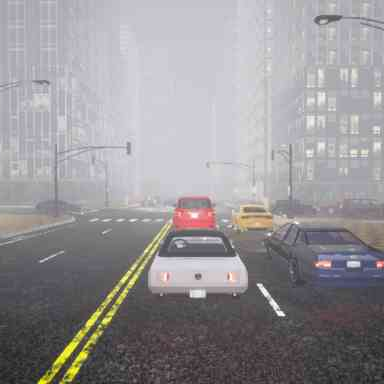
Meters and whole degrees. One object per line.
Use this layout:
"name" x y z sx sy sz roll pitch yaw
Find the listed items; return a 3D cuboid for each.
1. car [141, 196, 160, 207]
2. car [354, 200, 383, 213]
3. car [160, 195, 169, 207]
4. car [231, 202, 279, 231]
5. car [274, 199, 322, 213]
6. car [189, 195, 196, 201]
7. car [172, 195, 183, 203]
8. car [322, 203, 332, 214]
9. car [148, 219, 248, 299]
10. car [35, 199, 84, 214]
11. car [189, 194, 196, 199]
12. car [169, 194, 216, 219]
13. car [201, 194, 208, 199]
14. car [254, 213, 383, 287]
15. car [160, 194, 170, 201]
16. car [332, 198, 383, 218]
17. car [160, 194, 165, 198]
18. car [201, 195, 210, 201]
"car" -6.543 1.456 50.799 2.128 1.511 4.902 0 0 0
"car" 21.850 1.642 39.097 4.829 1.417 1.752 1 0 1
"car" -3.287 1.528 51.233 1.994 1.385 4.181 0 0 0
"car" 3.374 1.468 19.230 1.882 1.535 5.008 0 0 1
"car" 10.180 1.460 33.506 4.553 1.767 2.097 1 1 1
"car" 0.084 1.442 82.038 1.812 1.442 4.674 0 0 0
"car" -3.177 1.465 71.581 2.128 1.511 4.902 0 0 0
"car" 16.558 1.590 36.596 5.008 1.535 1.882 1 1 1
"car" 0.110 1.597 8.384 1.895 1.301 4.718 0 0 0
"car" -13.478 1.423 33.902 4.674 1.442 1.812 1 1 1
"car" 0.094 1.265 92.040 1.812 1.442 4.674 0 0 0
"car" 0.119 1.212 18.143 2.150 2.045 5.566 0 0 0
"car" 3.344 1.265 92.036 1.812 1.442 4.674 0 0 0
"car" 3.365 1.543 9.411 2.033 1.411 5.357 0 0 0
"car" -6.418 1.282 80.673 2.097 1.767 4.553 0 0 0
"car" 16.233 1.518 30.816 5.009 1.841 2.192 1 0 1
"car" -6.492 1.431 60.473 1.882 1.535 5.008 0 0 -1
"car" 3.334 1.457 81.619 2.033 1.411 5.357 0 0 0
